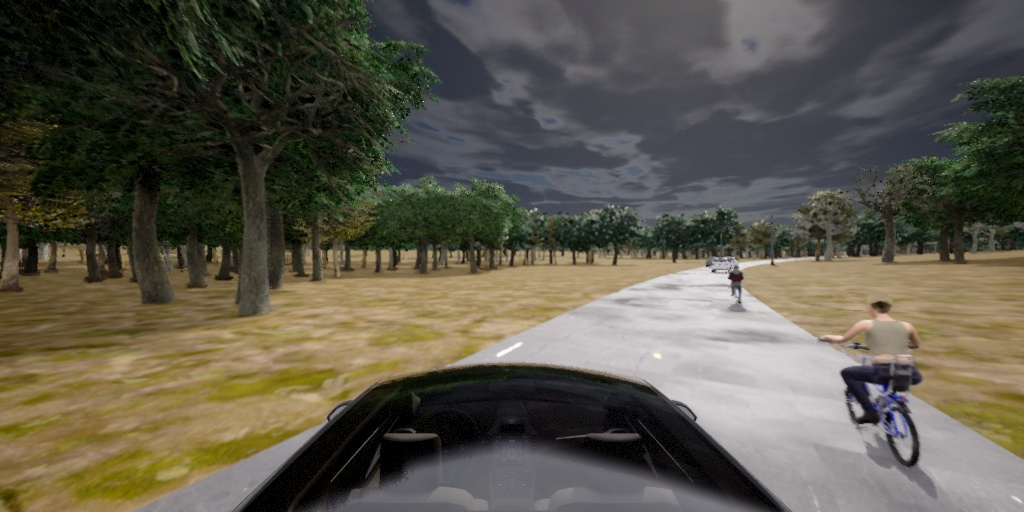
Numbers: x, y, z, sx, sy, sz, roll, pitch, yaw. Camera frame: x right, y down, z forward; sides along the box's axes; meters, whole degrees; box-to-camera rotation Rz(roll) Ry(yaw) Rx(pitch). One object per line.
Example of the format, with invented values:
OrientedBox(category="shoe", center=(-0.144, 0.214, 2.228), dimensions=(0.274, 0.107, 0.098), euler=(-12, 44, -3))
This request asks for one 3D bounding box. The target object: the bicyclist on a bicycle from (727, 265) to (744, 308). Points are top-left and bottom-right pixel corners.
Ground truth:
OrientedBox(category="bicyclist on a bicycle", center=(9.490, 1.245, 15.209), dimensions=(0.659, 1.776, 1.843), euler=(0, 0, 27))

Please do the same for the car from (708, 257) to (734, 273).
OrientedBox(category="car", center=(29.027, 1.246, 49.782), dimensions=(2.150, 2.045, 5.566), euler=(0, 0, 34))

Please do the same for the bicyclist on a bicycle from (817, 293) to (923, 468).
OrientedBox(category="bicyclist on a bicycle", center=(3.949, 1.206, 3.896), dimensions=(0.866, 1.612, 1.509), euler=(-1, -1, 25))
